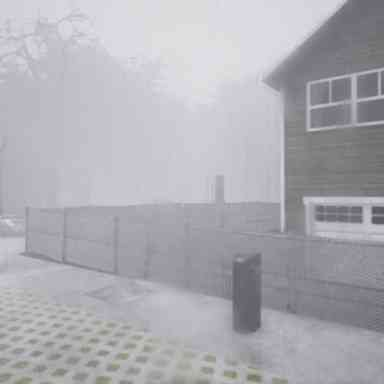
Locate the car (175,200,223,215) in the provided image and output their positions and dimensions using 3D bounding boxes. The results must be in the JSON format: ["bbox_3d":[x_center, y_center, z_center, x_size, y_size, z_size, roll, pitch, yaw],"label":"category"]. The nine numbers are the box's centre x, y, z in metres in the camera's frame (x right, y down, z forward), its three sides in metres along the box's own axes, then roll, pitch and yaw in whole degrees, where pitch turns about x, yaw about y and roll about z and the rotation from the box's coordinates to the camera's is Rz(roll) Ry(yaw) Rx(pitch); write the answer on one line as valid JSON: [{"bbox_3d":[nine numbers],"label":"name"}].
[{"bbox_3d":[1.472,1.485,31.655,5.357,1.411,2.033,0,0,-31],"label":"car"}]

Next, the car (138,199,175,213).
[{"bbox_3d":[-3.672,1.461,32.340,4.892,1.490,1.837,0,0,-31],"label":"car"}]
